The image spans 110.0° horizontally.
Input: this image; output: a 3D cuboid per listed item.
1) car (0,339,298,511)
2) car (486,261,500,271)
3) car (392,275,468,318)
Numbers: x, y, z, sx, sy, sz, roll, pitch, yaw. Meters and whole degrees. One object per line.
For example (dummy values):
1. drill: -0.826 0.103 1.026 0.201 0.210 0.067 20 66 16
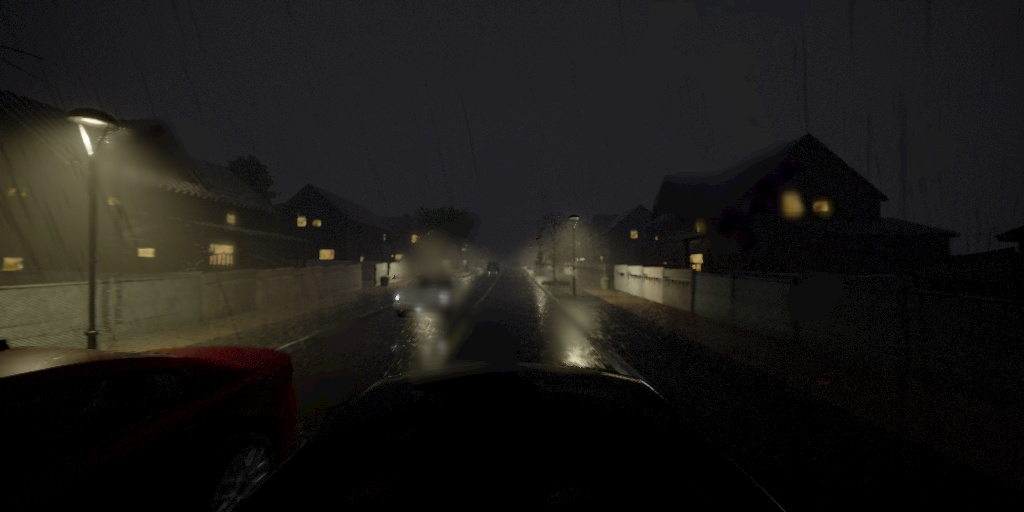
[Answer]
1. car: -2.844 1.226 1.131 1.882 1.535 5.008 0 0 0
2. car: -2.860 1.480 55.313 2.128 1.511 4.902 0 0 0
3. car: -2.848 1.394 13.372 1.895 1.301 4.718 0 0 0
